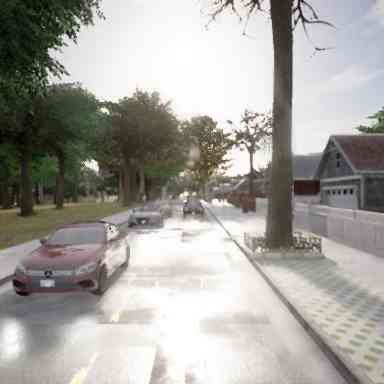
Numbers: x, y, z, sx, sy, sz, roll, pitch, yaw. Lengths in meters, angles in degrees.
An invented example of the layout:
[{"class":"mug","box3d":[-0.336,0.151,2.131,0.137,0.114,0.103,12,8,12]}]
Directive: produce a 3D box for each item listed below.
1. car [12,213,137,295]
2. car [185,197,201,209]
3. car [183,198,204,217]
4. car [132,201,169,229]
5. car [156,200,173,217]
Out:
[{"class":"car","box3d":[-2.829,1.524,8.839,1.812,1.442,4.674,0,0,0]},{"class":"car","box3d":[0.149,1.423,44.807,1.994,1.385,4.181,0,0,0]},{"class":"car","box3d":[0.135,1.506,30.604,1.895,1.301,4.718,0,0,0]},{"class":"car","box3d":[-2.769,1.511,21.065,1.994,1.385,4.181,0,0,1]},{"class":"car","box3d":[-2.716,1.431,30.380,1.812,1.442,4.674,0,0,0]}]
